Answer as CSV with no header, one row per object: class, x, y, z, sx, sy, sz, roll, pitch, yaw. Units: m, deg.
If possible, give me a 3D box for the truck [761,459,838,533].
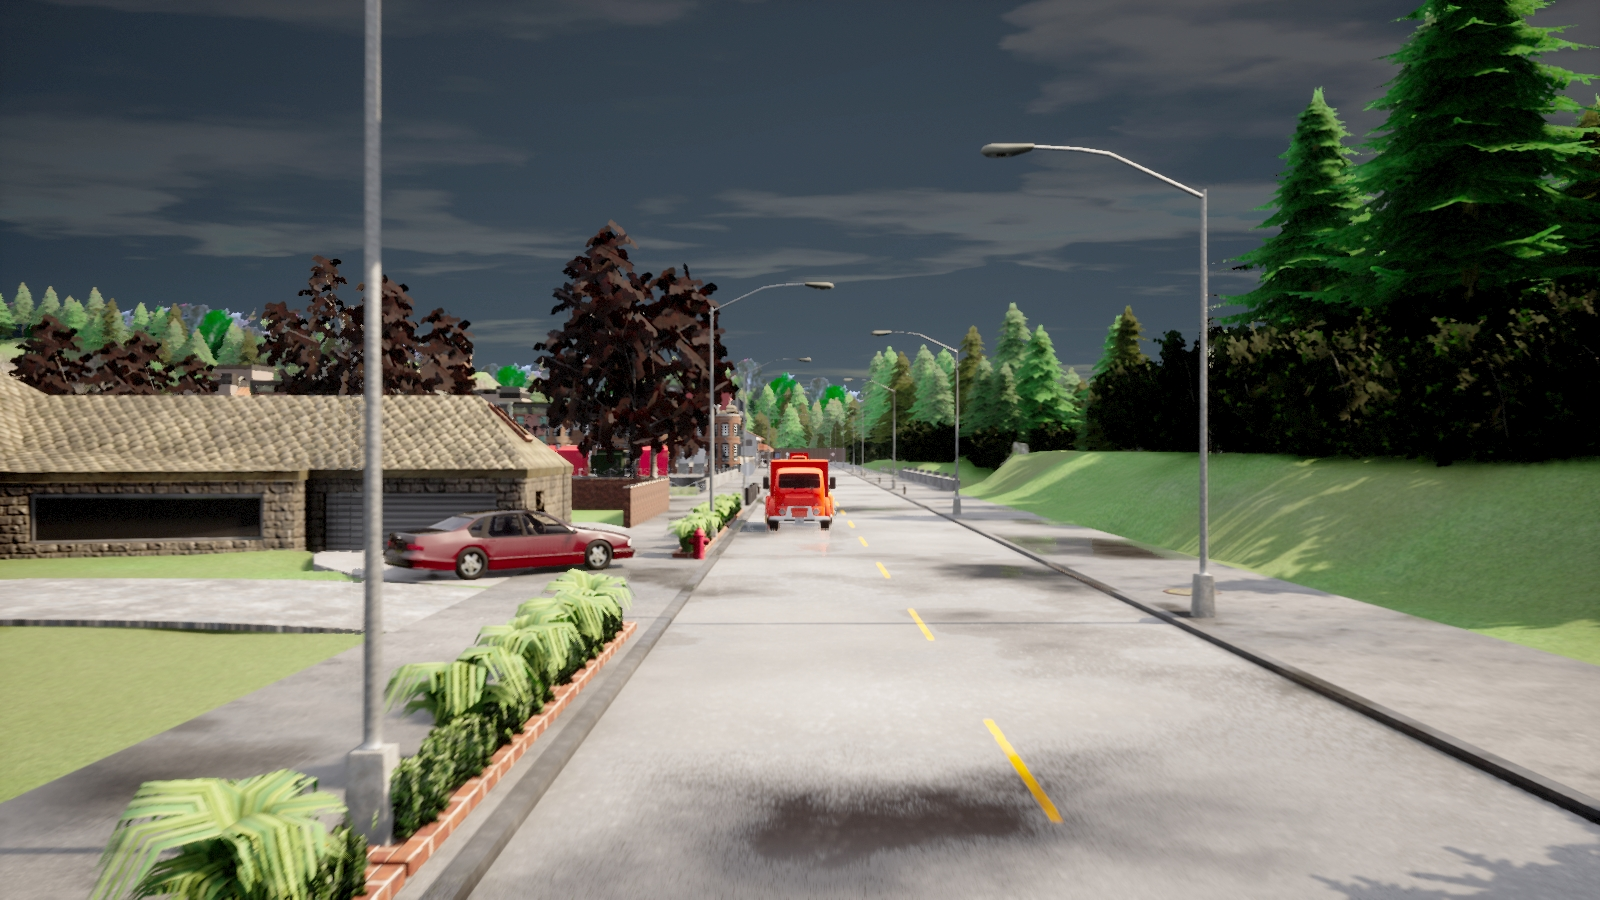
truck,-0.024,1.567,41.387,2.627,2.467,5.204,0,0,0
